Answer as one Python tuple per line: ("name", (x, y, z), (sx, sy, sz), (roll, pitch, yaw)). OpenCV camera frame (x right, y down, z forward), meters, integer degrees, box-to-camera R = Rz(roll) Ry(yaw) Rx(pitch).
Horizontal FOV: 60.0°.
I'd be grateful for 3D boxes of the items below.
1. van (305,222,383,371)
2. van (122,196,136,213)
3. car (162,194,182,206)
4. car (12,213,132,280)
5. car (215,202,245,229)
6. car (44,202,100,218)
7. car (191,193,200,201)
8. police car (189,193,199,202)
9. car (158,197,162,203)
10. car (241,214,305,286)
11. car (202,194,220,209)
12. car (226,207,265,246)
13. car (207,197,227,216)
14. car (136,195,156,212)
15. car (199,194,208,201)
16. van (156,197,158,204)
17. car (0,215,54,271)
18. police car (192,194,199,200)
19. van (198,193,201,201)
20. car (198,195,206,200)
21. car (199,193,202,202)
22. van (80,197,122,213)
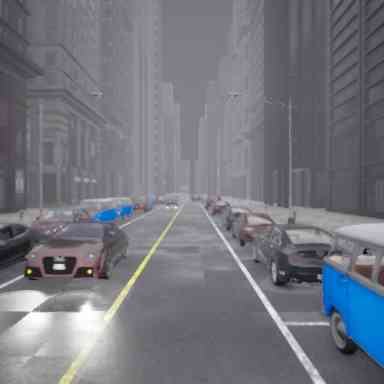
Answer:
("van", (2.761, 1.335, 3.527), (1.690, 1.788, 3.998), (0, 0, 0))
("van", (-5.764, 1.307, 26.057), (1.690, 1.788, 3.998), (0, 0, 0))
("car", (-3.071, 1.492, 52.093), (2.033, 1.411, 5.357), (0, 0, 0))
("car", (-3.100, 1.549, 9.757), (1.994, 1.385, 4.181), (0, 0, 0))
("car", (2.762, 1.523, 20.436), (2.008, 1.369, 4.403), (0, 0, 0))
("car", (-5.764, 1.419, 14.785), (1.967, 1.590, 4.097), (0, 0, 0))
("car", (0.738, 1.152, 82.500), (2.150, 2.045, 5.566), (0, 0, 0))
("police car", (0.904, 1.363, 72.587), (1.930, 1.638, 5.238), (0, 0, 0))
("car", (-5.762, 1.486, 59.877), (1.887, 1.381, 4.507), (0, 0, 0))
("car", (2.761, 1.537, 9.164), (2.008, 1.369, 4.403), (0, 0, 0))
("car", (2.762, 1.265, 42.980), (2.192, 1.841, 5.009), (0, 0, 0))
("car", (2.761, 1.560, 14.800), (1.802, 1.307, 4.206), (0, 0, 0))
("car", (2.762, 1.505, 31.708), (1.887, 1.381, 4.507), (0, 0, 0))
("car", (-5.763, 1.270, 37.330), (2.192, 1.841, 5.009), (0, 0, 0))
("car", (2.764, 1.376, 82.435), (1.967, 1.590, 4.097), (0, 0, 0))
("van", (-5.763, 1.291, 42.966), (1.690, 1.788, 3.998), (0, 0, 0))
("car", (-5.764, 1.552, 9.148), (1.947, 1.339, 4.313), (0, 0, 0))
("police car", (0.905, 1.360, 88.588), (1.930, 1.638, 5.238), (0, 0, 0))
("van", (2.763, 1.279, 71.162), (1.690, 1.788, 3.998), (0, 0, 0))
("car", (2.765, 1.485, 93.707), (2.008, 1.369, 4.403), (0, 0, 0))
("car", (2.764, 1.465, 65.696), (1.752, 1.417, 4.829), (0, 0, 0))
("van", (-5.764, 1.313, 20.421), (1.690, 1.788, 3.998), (0, 0, 0))
